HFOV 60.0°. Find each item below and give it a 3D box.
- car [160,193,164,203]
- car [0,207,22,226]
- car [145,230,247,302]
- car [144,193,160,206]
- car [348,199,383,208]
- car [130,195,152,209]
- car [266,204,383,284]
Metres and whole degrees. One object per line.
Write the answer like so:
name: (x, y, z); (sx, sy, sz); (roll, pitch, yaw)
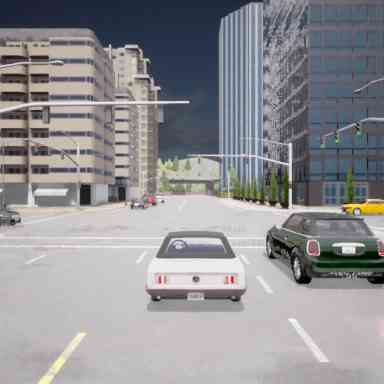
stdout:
car: (-6.900, 1.223, 67.694); (2.150, 2.045, 5.566); (0, 0, 0)
car: (-13.107, 1.438, 20.730); (4.902, 1.511, 2.128); (0, 0, 9)
car: (0.089, 1.601, 8.243); (1.895, 1.301, 4.718); (0, 0, 0)
car: (-7.000, 1.222, 54.254); (2.150, 2.045, 5.566); (0, 0, 0)
car: (16.870, 1.422, 31.605); (5.008, 1.535, 1.882); (0, 0, 1)
car: (-7.023, 1.491, 44.682); (2.128, 1.511, 4.902); (0, 0, 0)
car: (3.598, 1.352, 9.731); (2.097, 1.767, 4.553); (0, 0, 0)
